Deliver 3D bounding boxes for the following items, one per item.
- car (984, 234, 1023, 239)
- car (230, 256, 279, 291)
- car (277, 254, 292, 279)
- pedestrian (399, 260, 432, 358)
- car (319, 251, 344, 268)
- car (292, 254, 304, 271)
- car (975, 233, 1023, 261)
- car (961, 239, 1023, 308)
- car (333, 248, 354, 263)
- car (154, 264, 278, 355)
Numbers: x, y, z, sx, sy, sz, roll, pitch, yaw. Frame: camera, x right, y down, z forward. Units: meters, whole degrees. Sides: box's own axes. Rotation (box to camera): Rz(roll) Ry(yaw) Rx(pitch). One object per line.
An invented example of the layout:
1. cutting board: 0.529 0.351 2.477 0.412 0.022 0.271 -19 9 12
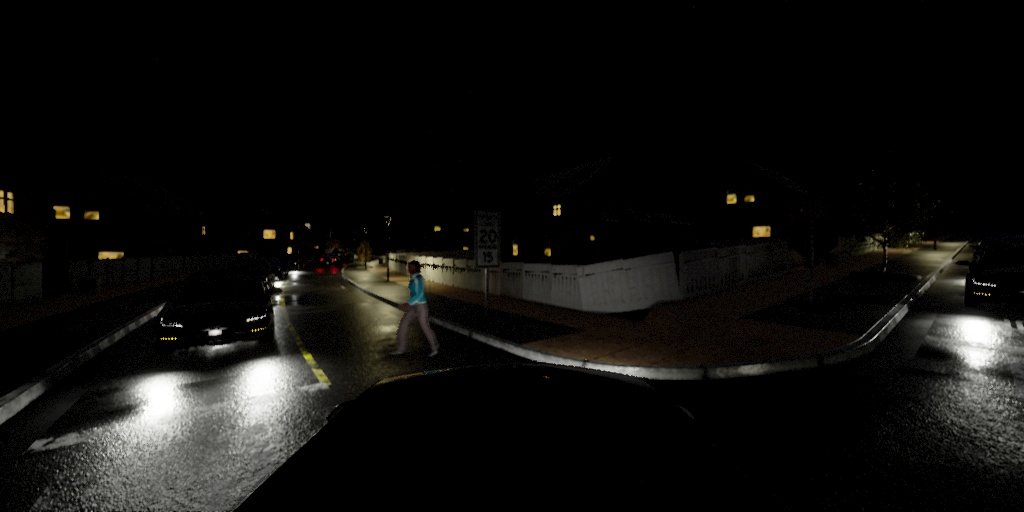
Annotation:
1. car: 20.672 -0.104 14.871 5.008 1.535 1.882 -4 3 -37
2. car: -12.069 0.949 16.480 1.837 1.490 4.892 0 1 -31
3. car: -16.754 0.755 24.807 1.882 1.535 5.008 0 1 -26
4. pedestrian: -1.774 0.957 6.572 0.375 1.860 0.375 -1 1 -38
5. car: -19.986 0.490 39.486 1.812 1.442 4.674 0 1 -20
6. car: -21.033 0.583 34.041 1.837 1.490 4.892 0 1 -22
7. car: 28.608 -0.567 20.892 4.181 1.385 1.994 -4 3 -38
8. car: 13.059 0.457 9.117 4.892 1.490 1.837 -4 3 -37
9. car: -23.137 -0.087 49.111 2.150 2.045 5.566 0 2 -15
10. car: -6.828 1.111 8.553 1.837 1.490 4.892 0 1 -35
